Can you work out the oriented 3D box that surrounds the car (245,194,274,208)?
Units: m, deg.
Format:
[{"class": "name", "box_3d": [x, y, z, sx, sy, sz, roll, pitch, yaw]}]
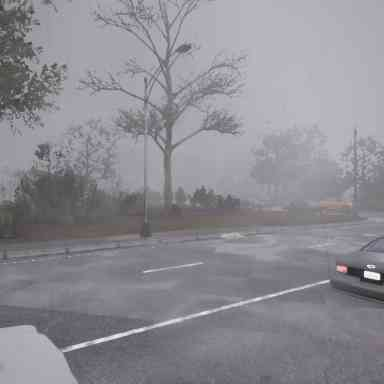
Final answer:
[{"class": "car", "box_3d": [9.700, 1.270, 49.240, 2.150, 2.045, 5.566, 0, 0, -27]}]

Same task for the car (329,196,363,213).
[{"class": "car", "box_3d": [16.408, 1.354, 36.753, 2.097, 1.767, 4.553, 0, 0, -30]}]

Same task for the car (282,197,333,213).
[{"class": "car", "box_3d": [12.344, 1.551, 36.783, 2.033, 1.411, 5.357, 0, 0, -29]}]

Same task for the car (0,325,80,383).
[{"class": "car", "box_3d": [-2.942, 1.601, 1.609, 4.718, 1.301, 1.895, 0, 0, -36]}]

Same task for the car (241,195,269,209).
[{"class": "car", "box_3d": [7.790, 1.539, 45.346, 1.837, 1.490, 4.892, 0, 0, -27]}]

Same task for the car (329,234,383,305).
[{"class": "car", "box_3d": [5.308, 1.547, 7.406, 5.357, 1.411, 2.033, 0, 0, -34]}]
